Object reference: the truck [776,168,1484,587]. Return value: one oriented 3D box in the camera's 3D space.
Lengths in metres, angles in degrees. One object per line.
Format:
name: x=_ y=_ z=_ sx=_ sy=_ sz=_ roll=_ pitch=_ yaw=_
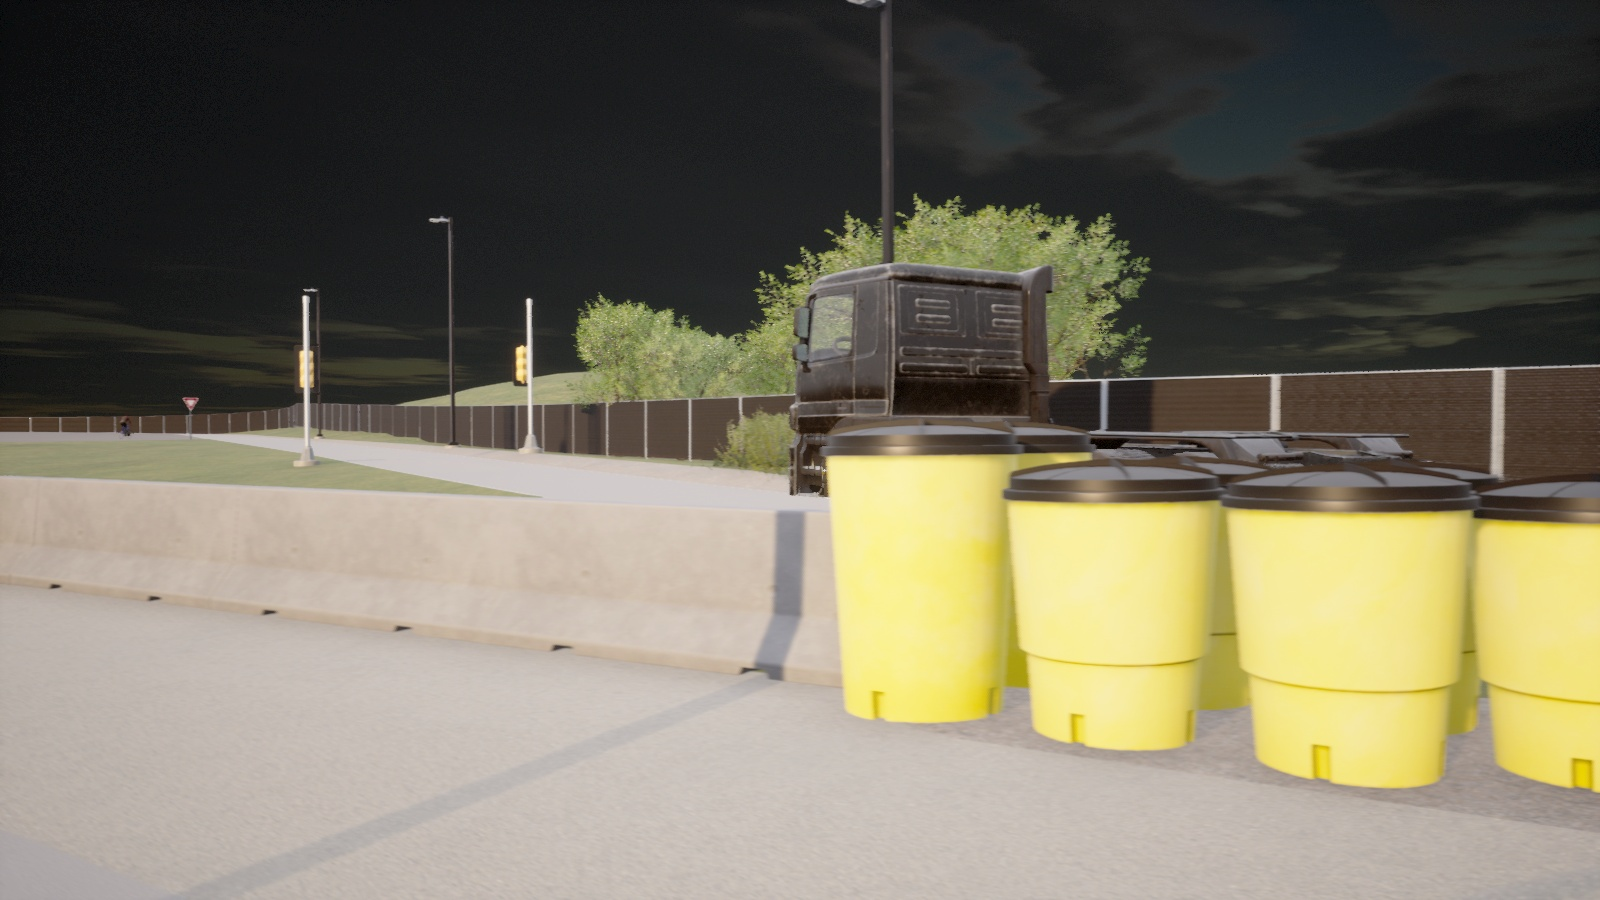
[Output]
truck: x=3.111 y=-0.695 z=14.480 sx=2.891 sy=3.462 sz=7.936 roll=-2 pitch=2 yaw=-34
